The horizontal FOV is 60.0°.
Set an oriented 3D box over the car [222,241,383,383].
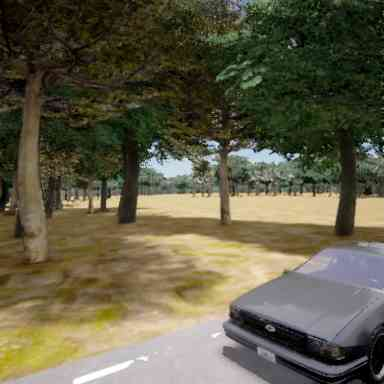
[{"bbox_3d":[3.044,1.607,5.643,5.357,1.411,2.033,0,-1,-36],"label":"car"}]
